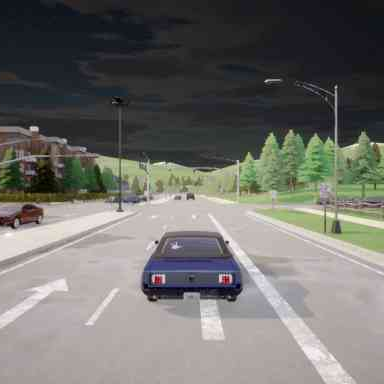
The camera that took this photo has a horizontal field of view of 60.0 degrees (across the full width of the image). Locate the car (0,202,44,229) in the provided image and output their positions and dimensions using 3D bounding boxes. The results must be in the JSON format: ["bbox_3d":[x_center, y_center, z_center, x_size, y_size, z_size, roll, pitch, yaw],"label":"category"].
[{"bbox_3d":[-11.553,1.478,21.800,1.882,1.535,5.008,0,0,0],"label":"car"}]

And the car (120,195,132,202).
[{"bbox_3d":[-15.175,1.478,76.436,1.882,1.535,5.008,0,0,-1],"label":"car"}]

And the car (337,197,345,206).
[{"bbox_3d":[23.931,1.601,48.460,4.718,1.301,1.895,0,0,0],"label":"car"}]

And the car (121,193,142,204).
[{"bbox_3d":[-11.563,1.223,63.124,2.150,2.045,5.566,0,0,0],"label":"car"}]

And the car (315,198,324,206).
[{"bbox_3d":[23.020,1.491,55.449,4.902,1.511,2.128,0,0,0],"label":"car"}]

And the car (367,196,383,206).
[{"bbox_3d":[32.136,1.489,55.495,4.902,1.511,2.128,0,0,0],"label":"car"}]

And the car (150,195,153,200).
[{"bbox_3d":[-11.926,1.540,93.118,2.033,1.411,5.357,0,0,-1],"label":"car"}]

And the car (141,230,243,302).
[{"bbox_3d":[0.001,1.601,8.240,1.895,1.301,4.718,0,0,0],"label":"car"}]

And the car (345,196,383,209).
[{"bbox_3d":[23.847,1.352,44.960,4.553,1.767,2.097,0,0,0],"label":"car"}]

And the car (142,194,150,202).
[{"bbox_3d":[-11.695,1.478,77.801,1.882,1.535,5.008,0,0,-1],"label":"car"}]

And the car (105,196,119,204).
[{"bbox_3d":[-15.060,1.525,62.587,1.812,1.442,4.674,0,0,0],"label":"car"}]

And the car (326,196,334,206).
[{"bbox_3d":[24.139,1.491,51.960,4.902,1.511,2.128,0,0,0],"label":"car"}]
